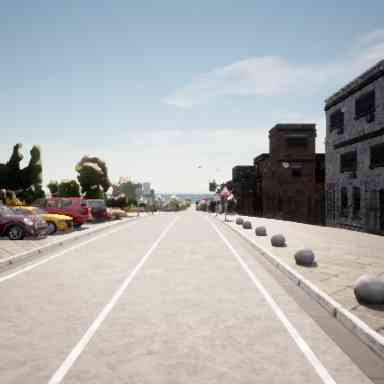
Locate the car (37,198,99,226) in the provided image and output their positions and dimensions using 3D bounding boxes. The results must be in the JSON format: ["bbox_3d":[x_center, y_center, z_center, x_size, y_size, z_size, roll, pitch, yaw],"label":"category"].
[{"bbox_3d":[-9.519,1.409,22.156,5.566,2.045,2.435,0,-2,0],"label":"car"}]

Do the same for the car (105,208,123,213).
[{"bbox_3d":[-21.757,5.066,92.803,4.674,1.452,2.002,0,-3,0],"label":"car"}]

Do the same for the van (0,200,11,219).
[{"bbox_3d":[-21.705,1.841,34.892,4.442,1.987,1.878,0,-2,0],"label":"van"}]

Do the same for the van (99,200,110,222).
[{"bbox_3d":[-9.641,1.614,28.345,4.442,1.987,1.878,0,-2,0],"label":"van"}]

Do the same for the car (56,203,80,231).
[{"bbox_3d":[-9.469,1.591,19.233,5.008,1.535,2.097,0,-1,-1],"label":"car"}]

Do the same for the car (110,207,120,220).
[{"bbox_3d":[-9.569,1.813,31.377,4.553,1.767,2.185,0,-2,0],"label":"car"}]

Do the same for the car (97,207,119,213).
[{"bbox_3d":[-21.782,4.684,86.392,4.892,1.521,2.231,0,-3,0],"label":"car"}]

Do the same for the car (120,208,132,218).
[{"bbox_3d":[-9.366,2.041,34.290,5.366,1.575,1.946,0,-2,0],"label":"car"}]

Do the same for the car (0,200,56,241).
[{"bbox_3d":[-9.469,1.395,16.201,4.553,1.767,2.185,0,-1,-1],"label":"car"}]

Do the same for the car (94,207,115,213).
[{"bbox_3d":[-21.800,4.547,83.119,4.674,1.452,2.002,0,-3,0],"label":"car"}]

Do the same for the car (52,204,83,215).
[{"bbox_3d":[-21.941,3.079,58.827,4.553,1.767,2.185,0,-3,0],"label":"car"}]

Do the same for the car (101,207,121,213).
[{"bbox_3d":[-21.779,4.858,89.661,5.008,1.535,2.097,0,-3,0],"label":"car"}]
